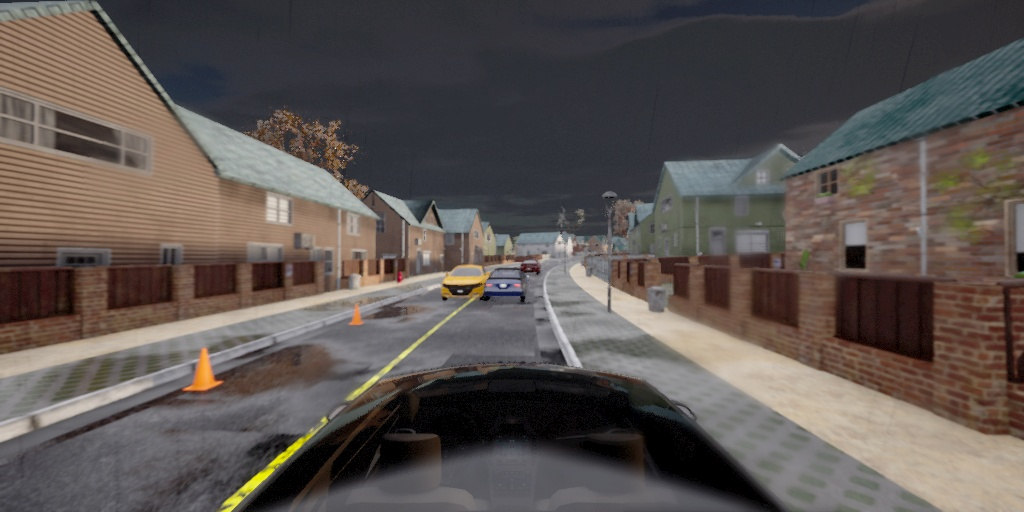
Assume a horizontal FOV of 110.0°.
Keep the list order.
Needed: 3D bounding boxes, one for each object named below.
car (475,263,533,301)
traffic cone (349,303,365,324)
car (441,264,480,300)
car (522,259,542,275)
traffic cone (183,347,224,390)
[{"bbox_3d":[-0.187,1.260,17.240,2.033,1.411,5.357,0,0,4],"label":"car"},{"bbox_3d":[-4.549,1.685,10.520,0.340,0.580,0.340,0,0,2],"label":"traffic cone"},{"bbox_3d":[-2.094,1.187,17.429,1.882,1.535,5.008,0,0,2],"label":"car"},{"bbox_3d":[1.960,1.055,36.578,1.882,1.535,5.008,0,0,8],"label":"car"},{"bbox_3d":[-4.698,1.693,5.471,0.340,0.580,0.340,0,0,1],"label":"traffic cone"}]
